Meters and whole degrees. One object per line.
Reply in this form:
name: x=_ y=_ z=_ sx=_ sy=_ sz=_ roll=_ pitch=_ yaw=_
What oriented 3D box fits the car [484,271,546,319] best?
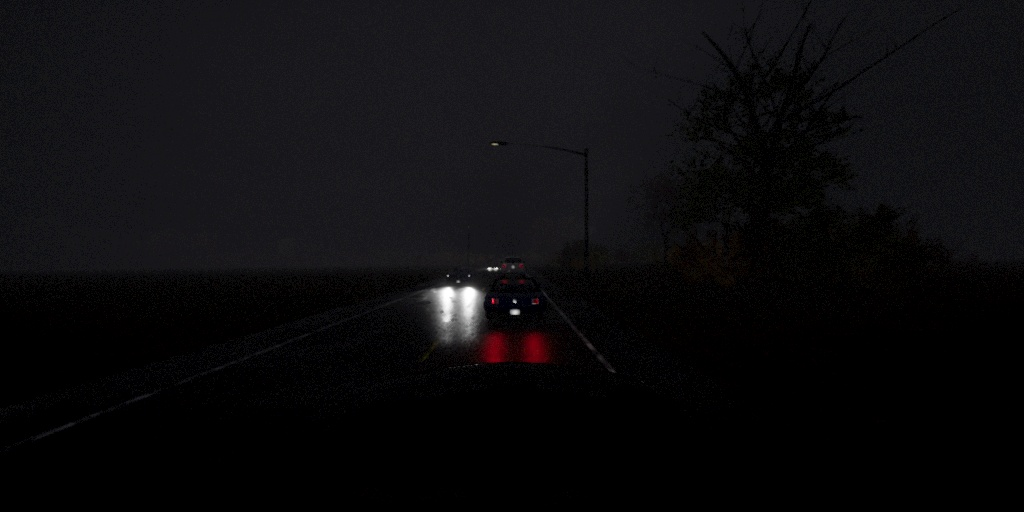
car: x=0.096 y=1.382 z=12.871 sx=1.895 sy=1.301 sz=4.718 roll=0 pitch=0 yaw=0

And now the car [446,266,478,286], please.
car: x=-3.598 y=1.419 z=26.303 sx=1.895 sy=1.301 sz=4.718 roll=0 pitch=0 yaw=0

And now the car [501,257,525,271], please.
car: x=0.099 y=1.067 z=35.675 sx=2.150 sy=2.045 sz=5.566 roll=0 pitch=0 yaw=0
